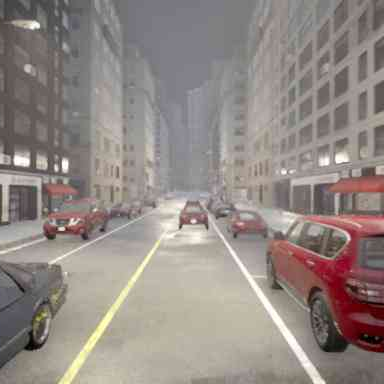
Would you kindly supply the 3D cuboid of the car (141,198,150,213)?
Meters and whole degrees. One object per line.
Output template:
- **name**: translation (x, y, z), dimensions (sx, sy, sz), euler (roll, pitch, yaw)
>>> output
- **car**: translation (-5.750, 1.575, 33.863), dimensions (1.802, 1.307, 4.206), euler (0, 0, 0)

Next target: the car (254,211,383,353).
- **car**: translation (2.767, 1.316, 6.093), dimensions (2.192, 1.841, 5.009), euler (0, 0, 0)

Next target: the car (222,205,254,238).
- **car**: translation (2.769, 1.585, 17.197), dimensions (1.802, 1.307, 4.206), euler (0, 0, 0)

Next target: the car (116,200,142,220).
- **car**: translation (-5.752, 1.545, 28.313), dimensions (1.887, 1.381, 4.507), euler (0, 0, 0)

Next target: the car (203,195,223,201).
- **car**: translation (2.779, 1.298, 39.408), dimensions (2.192, 1.841, 5.009), euler (0, 0, 0)

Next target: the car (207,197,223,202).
- **car**: translation (2.776, 1.517, 34.024), dimensions (1.752, 1.417, 4.829), euler (0, 0, 0)

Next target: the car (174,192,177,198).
- **car**: translation (-5.729, 1.200, 88.051), dimensions (1.967, 1.590, 4.097), euler (1, 0, 0)

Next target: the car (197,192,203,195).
- **car**: translation (2.793, 1.346, 82.617), dimensions (2.008, 1.369, 4.403), euler (0, 0, 0)

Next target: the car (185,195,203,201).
- **car**: translation (0.111, 1.452, 42.807), dimensions (1.882, 1.535, 5.008), euler (0, 0, 0)

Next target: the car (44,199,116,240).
- **car**: translation (-5.755, 1.318, 17.205), dimensions (2.192, 1.841, 5.009), euler (0, 0, 0)

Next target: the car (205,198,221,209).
- **car**: translation (2.780, 1.551, 44.959), dimensions (1.802, 1.307, 4.206), euler (0, 0, 0)

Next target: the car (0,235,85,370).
- **car**: translation (-3.072, 1.549, 3.522), dimensions (2.033, 1.411, 5.357), euler (0, 0, 0)

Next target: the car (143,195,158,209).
- **car**: translation (-5.745, 1.285, 44.969), dimensions (2.192, 1.841, 5.009), euler (0, 0, 0)

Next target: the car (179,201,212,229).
- **car**: translation (0.106, 1.528, 21.672), dimensions (1.812, 1.442, 4.674), euler (0, 0, 0)

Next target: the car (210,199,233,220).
- **car**: translation (2.774, 1.566, 28.302), dimensions (1.947, 1.339, 4.313), euler (0, 0, 0)

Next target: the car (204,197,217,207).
- **car**: translation (2.782, 1.477, 50.683), dimensions (1.752, 1.417, 4.829), euler (0, 0, 0)

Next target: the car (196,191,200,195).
- **car**: translation (2.798, 1.245, 93.633), dimensions (1.752, 1.417, 4.829), euler (1, 0, 0)

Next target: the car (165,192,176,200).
- **car**: translation (-5.732, 1.340, 82.627), dimensions (1.887, 1.381, 4.507), euler (0, 0, 0)
